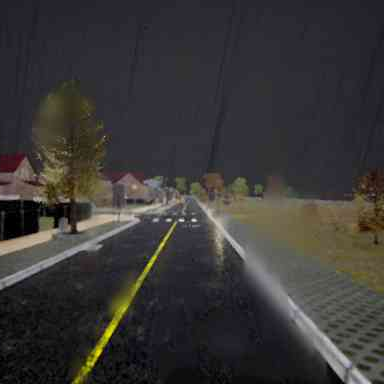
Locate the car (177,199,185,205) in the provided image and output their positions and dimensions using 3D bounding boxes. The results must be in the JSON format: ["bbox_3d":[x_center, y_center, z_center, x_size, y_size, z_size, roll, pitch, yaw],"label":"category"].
[{"bbox_3d":[-2.752,2.486,83.870,1.882,1.535,5.008,0,-1,0],"label":"car"}]
